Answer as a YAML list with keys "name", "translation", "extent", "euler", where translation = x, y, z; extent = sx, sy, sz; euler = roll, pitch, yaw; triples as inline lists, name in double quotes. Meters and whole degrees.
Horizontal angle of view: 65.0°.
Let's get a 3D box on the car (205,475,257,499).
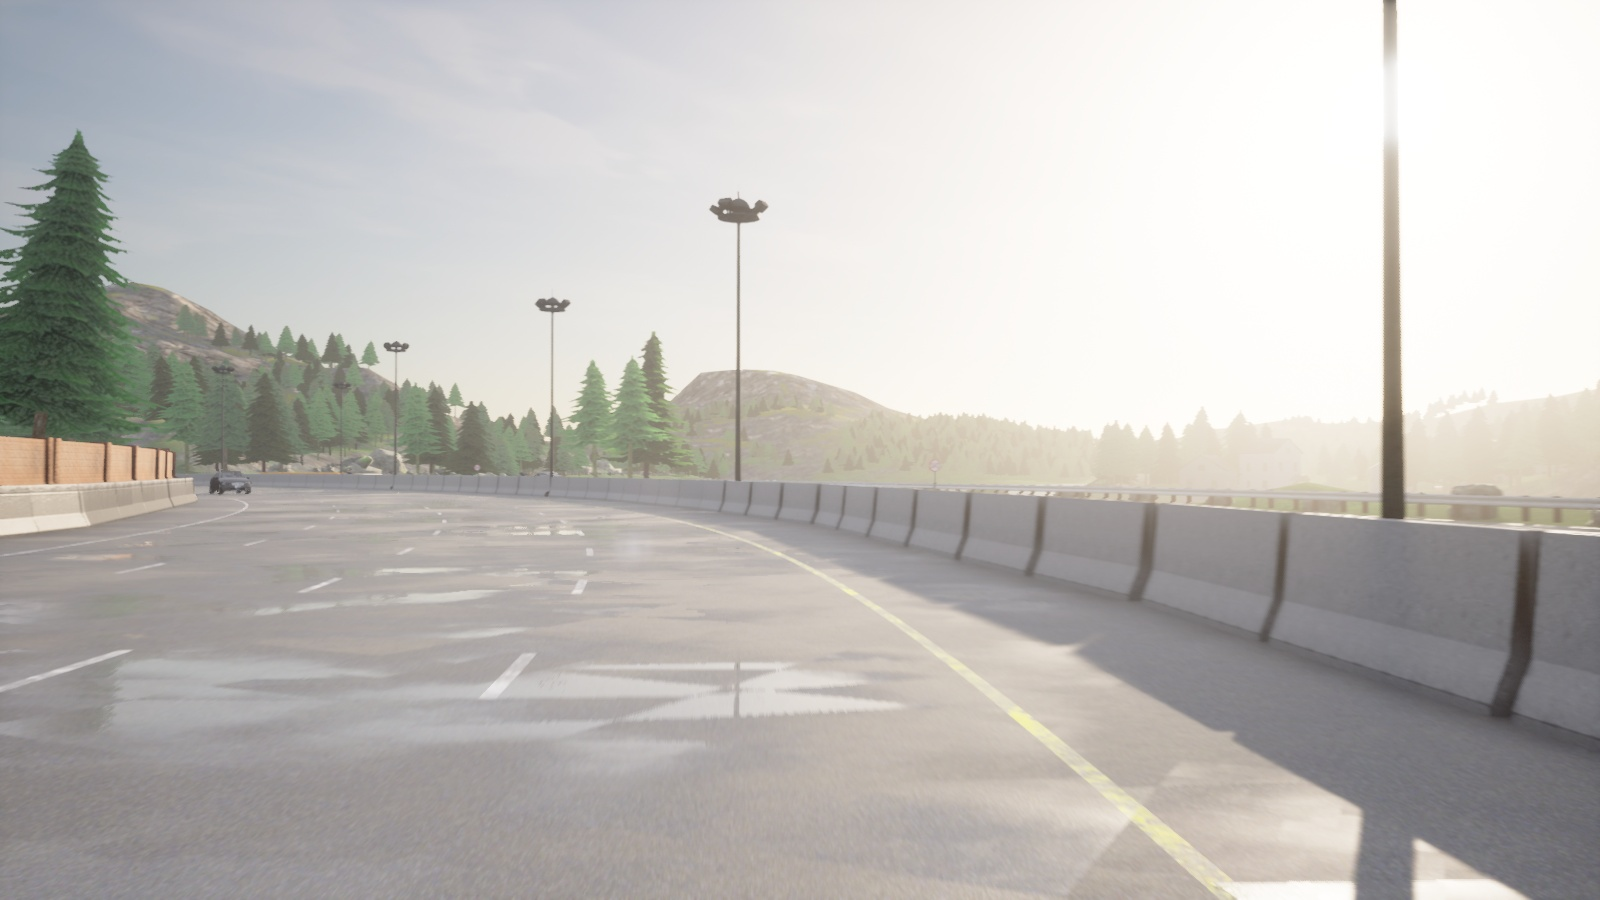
- name: "car"
  translation: [-36.464, 2.348, 80.394]
  extent: [2.128, 1.511, 4.902]
  euler: [0, -1, -35]
